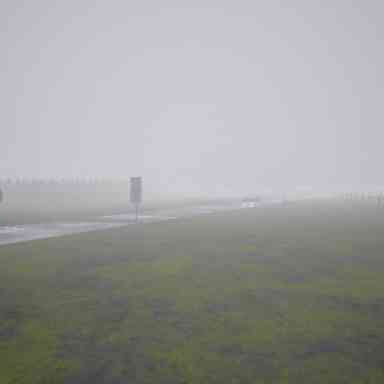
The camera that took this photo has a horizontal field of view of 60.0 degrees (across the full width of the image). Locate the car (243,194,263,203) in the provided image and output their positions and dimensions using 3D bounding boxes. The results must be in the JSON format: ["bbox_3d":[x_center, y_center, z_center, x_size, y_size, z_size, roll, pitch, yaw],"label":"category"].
[{"bbox_3d":[9.975,0.955,54.105,2.033,1.411,5.357,0,1,30],"label":"car"}]
